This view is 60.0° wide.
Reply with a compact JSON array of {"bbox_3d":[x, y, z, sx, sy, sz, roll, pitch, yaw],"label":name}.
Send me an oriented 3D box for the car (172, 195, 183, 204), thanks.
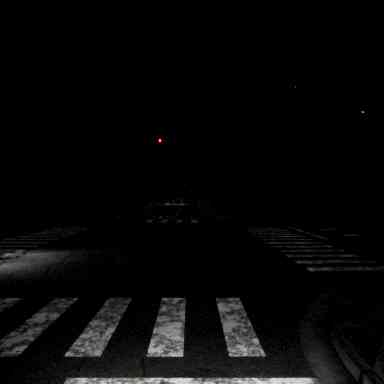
[{"bbox_3d":[-2.932,1.498,69.321,2.097,1.767,4.553,0,0,0],"label":"car"}]
